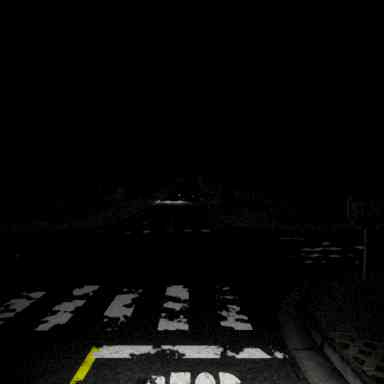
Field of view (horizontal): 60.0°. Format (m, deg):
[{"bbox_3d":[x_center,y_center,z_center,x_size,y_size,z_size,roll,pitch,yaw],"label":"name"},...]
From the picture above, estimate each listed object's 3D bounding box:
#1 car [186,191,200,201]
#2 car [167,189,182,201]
[{"bbox_3d":[0.101,0.559,50.242,1.994,1.385,4.181,0,2,0],"label":"car"},{"bbox_3d":[-2.649,0.341,50.427,2.097,1.767,4.553,0,2,0],"label":"car"}]
